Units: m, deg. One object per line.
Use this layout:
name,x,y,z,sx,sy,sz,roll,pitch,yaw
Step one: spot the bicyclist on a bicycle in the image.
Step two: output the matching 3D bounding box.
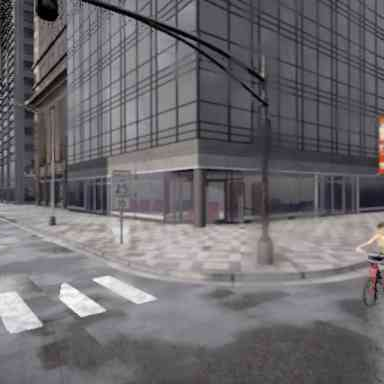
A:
bicyclist on a bicycle,3.791,1.396,6.661,1.509,1.612,0.866,0,0,-37
